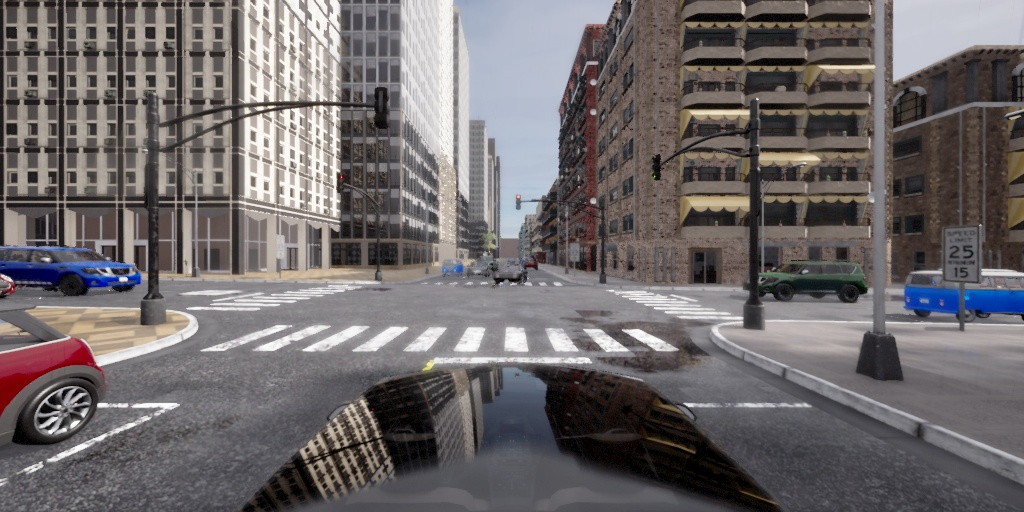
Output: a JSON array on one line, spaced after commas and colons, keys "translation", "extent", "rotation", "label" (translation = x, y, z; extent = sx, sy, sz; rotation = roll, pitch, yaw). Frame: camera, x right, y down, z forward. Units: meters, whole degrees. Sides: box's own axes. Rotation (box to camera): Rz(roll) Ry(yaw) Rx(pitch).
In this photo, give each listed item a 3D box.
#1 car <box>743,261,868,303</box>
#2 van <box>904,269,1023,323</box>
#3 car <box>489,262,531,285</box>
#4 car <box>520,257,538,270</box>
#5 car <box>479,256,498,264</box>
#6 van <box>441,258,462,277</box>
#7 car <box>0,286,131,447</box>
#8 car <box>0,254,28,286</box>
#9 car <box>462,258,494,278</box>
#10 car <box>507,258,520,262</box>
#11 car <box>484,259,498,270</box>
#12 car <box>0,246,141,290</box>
[{"translation": [15.446, 1.300, 19.004], "extent": [5.566, 2.045, 2.150], "rotation": [1, 0, 0], "label": "car"}, {"translation": [16.904, 1.455, 13.083], "extent": [3.998, 1.789, 1.690], "rotation": [0, 0, 0], "label": "van"}, {"translation": [-0.027, 1.359, 26.130], "extent": [1.895, 1.301, 4.718], "rotation": [0, 0, 9], "label": "car"}, {"translation": [2.652, 1.087, 51.483], "extent": [2.192, 1.841, 5.009], "rotation": [0, 0, 0], "label": "car"}, {"translation": [-3.131, 0.989, 43.850], "extent": [2.150, 2.045, 5.566], "rotation": [0, 0, 0], "label": "car"}, {"translation": [-5.715, 1.102, 34.823], "extent": [1.690, 1.789, 3.998], "rotation": [0, 0, 0], "label": "van"}, {"translation": [-5.691, 1.190, 2.349], "extent": [1.967, 1.591, 4.097], "rotation": [0, 0, 0], "label": "car"}, {"translation": [-21.156, 0.820, 13.104], "extent": [4.097, 1.591, 1.967], "rotation": [0, 0, 0], "label": "car"}, {"translation": [-3.126, 1.252, 33.957], "extent": [2.128, 1.511, 4.902], "rotation": [0, 0, 0], "label": "car"}, {"translation": [0.051, 1.383, 64.500], "extent": [1.895, 1.301, 4.718], "rotation": [0, 0, 0], "label": "car"}, {"translation": [-3.126, 1.252, 54.166], "extent": [1.882, 1.535, 5.008], "rotation": [0, 0, 0], "label": "car"}, {"translation": [-19.780, 0.625, 15.698], "extent": [5.566, 2.045, 2.150], "rotation": [1, 0, 0], "label": "car"}]
